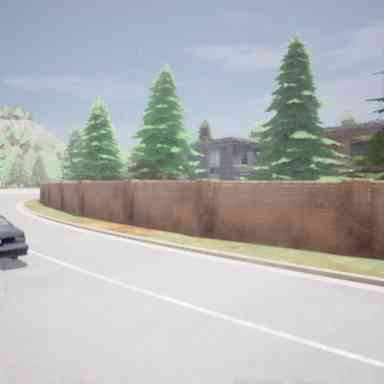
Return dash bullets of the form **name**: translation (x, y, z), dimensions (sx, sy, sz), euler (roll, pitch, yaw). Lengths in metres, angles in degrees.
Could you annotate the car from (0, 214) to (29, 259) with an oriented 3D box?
- **car**: translation (-6.883, 1.292, 10.420), dimensions (2.033, 1.411, 5.357), euler (0, 1, -45)
